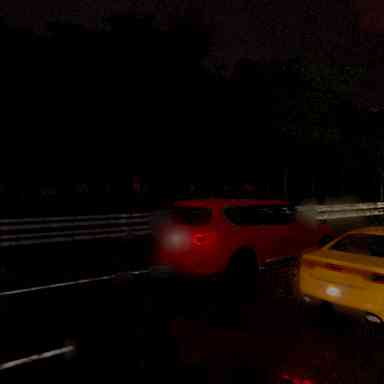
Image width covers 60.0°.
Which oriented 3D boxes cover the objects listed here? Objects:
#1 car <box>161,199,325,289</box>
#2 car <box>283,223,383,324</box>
[{"bbox_3d":[1.819,1.205,9.370,5.566,2.045,2.150,0,0,-36],"label":"car"},{"bbox_3d":[4.311,1.460,6.854,5.008,1.535,1.882,0,0,-36],"label":"car"}]
